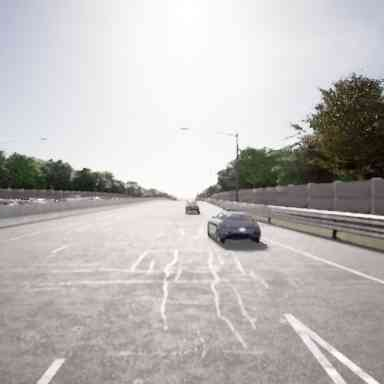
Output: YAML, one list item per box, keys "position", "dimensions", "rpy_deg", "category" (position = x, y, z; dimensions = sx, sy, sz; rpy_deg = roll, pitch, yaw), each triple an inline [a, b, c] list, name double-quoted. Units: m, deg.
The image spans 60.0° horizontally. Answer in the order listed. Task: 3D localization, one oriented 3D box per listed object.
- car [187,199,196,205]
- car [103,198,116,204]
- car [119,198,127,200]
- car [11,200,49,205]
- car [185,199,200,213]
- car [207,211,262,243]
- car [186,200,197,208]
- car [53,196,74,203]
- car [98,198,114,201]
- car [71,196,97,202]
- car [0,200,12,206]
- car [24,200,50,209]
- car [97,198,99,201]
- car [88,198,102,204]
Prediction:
- position: [-0.013, 2.328, 76.858]
  dimensions: [1.994, 1.385, 4.181]
  rpy_deg: [0, -1, 0]
  category: "car"
- position: [-21.015, 2.224, 85.012]
  dimensions: [2.033, 1.411, 5.357]
  rpy_deg: [0, -1, 0]
  category: "car"
- position: [-17.515, 2.239, 85.113]
  dimensions: [1.812, 1.442, 4.674]
  rpy_deg: [0, -1, 0]
  category: "car"
- position: [-17.587, 1.689, 36.879]
  dimensions: [1.812, 1.442, 4.674]
  rpy_deg: [0, -1, 0]
  category: "car"
- position: [0.062, 1.935, 42.985]
  dimensions: [2.033, 1.411, 5.357]
  rpy_deg: [1, -1, -1]
  category: "car"
- position: [1.989, 1.661, 16.731]
  dimensions: [1.994, 1.385, 4.181]
  rpy_deg: [1, -1, -7]
  category: "car"
- position: [-0.007, 2.181, 62.473]
  dimensions: [1.994, 1.385, 4.181]
  rpy_deg: [0, -1, 0]
  category: "car"
- position: [-21.041, 1.841, 54.140]
  dimensions: [1.837, 1.490, 4.892]
  rpy_deg: [0, 0, 1]
  category: "car"
- position: [-17.510, 2.140, 69.625]
  dimensions: [1.895, 1.301, 4.718]
  rpy_deg: [0, -1, 0]
  category: "car"
- position: [-17.541, 1.895, 54.298]
  dimensions: [1.812, 1.442, 4.674]
  rpy_deg: [0, -1, 1]
  category: "car"
- position: [-21.086, 1.638, 36.854]
  dimensions: [1.837, 1.490, 4.892]
  rpy_deg: [0, -1, 0]
  category: "car"
- position: [-24.546, 1.892, 52.746]
  dimensions: [1.895, 1.301, 4.718]
  rpy_deg: [0, -1, 1]
  category: "car"
- position: [-21.009, 2.014, 69.478]
  dimensions: [1.837, 1.490, 4.892]
  rpy_deg: [0, -1, 0]
  category: "car"
- position: [-24.514, 2.172, 84.262]
  dimensions: [2.128, 1.511, 4.902]
  rpy_deg: [0, -1, 0]
  category: "car"
